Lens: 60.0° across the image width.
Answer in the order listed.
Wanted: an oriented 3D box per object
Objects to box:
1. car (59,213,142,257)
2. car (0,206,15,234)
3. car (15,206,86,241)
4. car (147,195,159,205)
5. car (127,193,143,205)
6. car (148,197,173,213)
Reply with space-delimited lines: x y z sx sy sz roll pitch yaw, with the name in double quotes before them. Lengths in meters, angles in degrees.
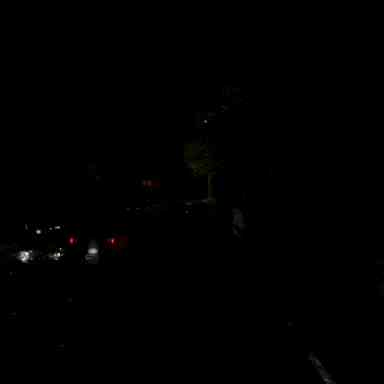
"car" -3.146 1.581 12.804 1.895 1.301 4.718 0 0 0
"car" -9.845 1.468 16.374 2.128 1.511 4.902 0 0 0
"car" -6.596 1.481 16.730 1.837 1.490 4.892 0 0 0
"car" -6.543 1.348 57.765 2.097 1.767 4.553 0 0 0
"car" -9.788 1.217 57.584 2.150 2.045 5.566 0 0 1
"car" -3.141 1.516 35.633 2.033 1.411 5.357 0 0 0
